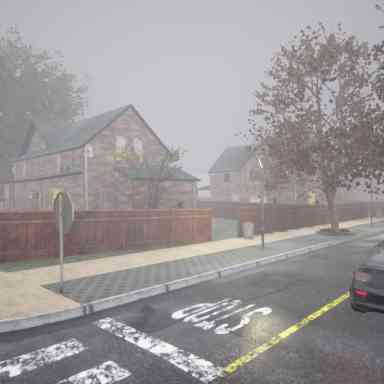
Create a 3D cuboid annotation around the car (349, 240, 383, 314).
[{"bbox_3d":[4.752,1.615,6.873,1.812,1.442,4.674,-1,-1,43],"label":"car"}]
